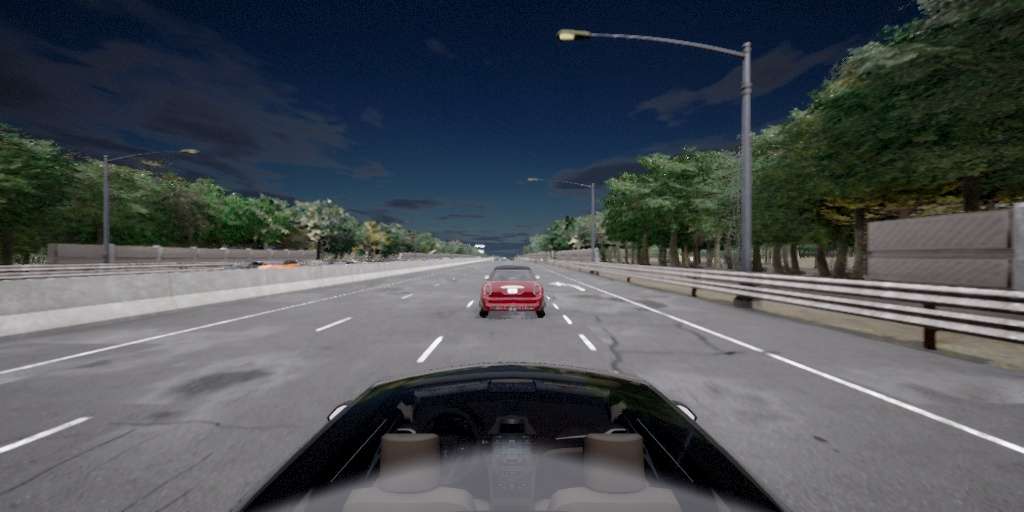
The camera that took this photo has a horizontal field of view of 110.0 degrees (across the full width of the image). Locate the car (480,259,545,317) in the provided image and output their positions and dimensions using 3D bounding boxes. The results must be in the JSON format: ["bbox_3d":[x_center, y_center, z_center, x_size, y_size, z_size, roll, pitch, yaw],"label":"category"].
[{"bbox_3d":[0.011,1.124,13.399,2.097,1.767,4.553,0,0,0],"label":"car"}]

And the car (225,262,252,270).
[{"bbox_3d":[-28.072,1.334,38.078,1.837,1.490,4.892,0,-1,0],"label":"car"}]

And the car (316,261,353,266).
[{"bbox_3d":[-17.583,1.330,36.771,1.837,1.490,4.892,0,0,0],"label":"car"}]

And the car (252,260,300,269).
[{"bbox_3d":[-24.572,1.179,38.022,2.097,1.767,4.553,0,0,0],"label":"car"}]
